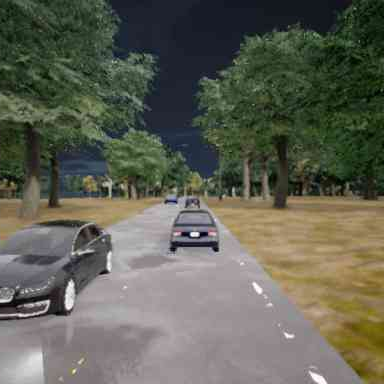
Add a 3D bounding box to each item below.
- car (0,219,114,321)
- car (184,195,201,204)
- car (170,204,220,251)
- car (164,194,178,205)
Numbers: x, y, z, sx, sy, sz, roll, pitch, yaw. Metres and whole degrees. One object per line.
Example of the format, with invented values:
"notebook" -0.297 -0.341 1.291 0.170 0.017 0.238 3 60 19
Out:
"car" -3.095 1.445 7.479 1.837 1.490 4.892 0 0 0
"car" 0.084 1.161 41.727 1.837 1.490 4.892 0 1 0
"car" 0.094 1.441 13.622 2.033 1.411 5.357 0 0 0
"car" -3.083 1.061 49.880 1.882 1.535 5.008 0 0 0
